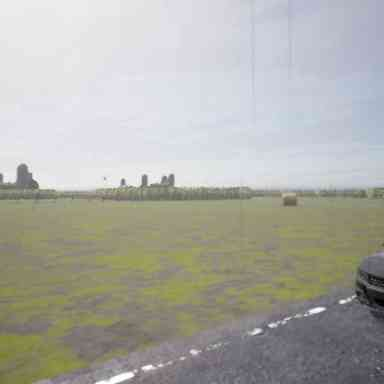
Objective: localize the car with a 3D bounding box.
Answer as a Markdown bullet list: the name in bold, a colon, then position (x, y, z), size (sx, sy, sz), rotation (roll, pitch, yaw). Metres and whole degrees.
- **car**: position (5.355, 1.483, 6.884), size (5.008, 1.535, 1.882), rotation (0, 0, -35)
